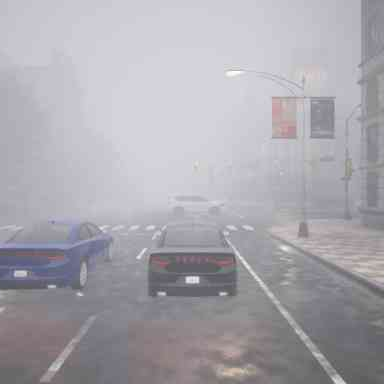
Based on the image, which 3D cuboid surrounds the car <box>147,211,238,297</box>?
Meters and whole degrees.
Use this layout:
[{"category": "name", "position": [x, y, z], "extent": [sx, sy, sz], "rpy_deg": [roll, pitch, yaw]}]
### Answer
[{"category": "car", "position": [0.007, 1.480, 8.647], "extent": [1.882, 1.535, 5.008], "rpy_deg": [0, 0, 0]}]

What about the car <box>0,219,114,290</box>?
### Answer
[{"category": "car", "position": [-3.489, 1.480, 9.113], "extent": [1.882, 1.535, 5.008], "rpy_deg": [0, 0, -2]}]

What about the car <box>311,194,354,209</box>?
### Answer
[{"category": "car", "position": [19.584, 1.234, 46.342], "extent": [5.566, 2.045, 2.150], "rpy_deg": [0, 0, 0]}]

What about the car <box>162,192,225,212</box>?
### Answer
[{"category": "car", "position": [0.315, 1.230, 31.080], "extent": [5.566, 2.045, 2.150], "rpy_deg": [0, 0, 0]}]
